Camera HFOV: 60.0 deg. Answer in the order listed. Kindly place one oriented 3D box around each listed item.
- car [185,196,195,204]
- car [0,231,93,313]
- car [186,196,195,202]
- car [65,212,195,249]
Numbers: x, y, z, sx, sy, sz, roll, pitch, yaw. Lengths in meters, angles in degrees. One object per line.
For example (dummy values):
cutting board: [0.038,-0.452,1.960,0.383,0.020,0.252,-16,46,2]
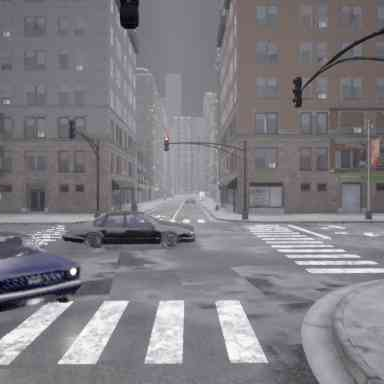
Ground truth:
car: [-0.337,1.650,63.739,1.895,1.301,4.718,0,0,0]
car: [-4.277,1.605,7.325,4.718,1.301,1.895,0,0,45]
car: [-0.410,1.485,73.744,1.895,1.301,4.718,0,0,0]
car: [-2.542,1.548,13.913,5.357,1.411,2.033,0,0,-1]
